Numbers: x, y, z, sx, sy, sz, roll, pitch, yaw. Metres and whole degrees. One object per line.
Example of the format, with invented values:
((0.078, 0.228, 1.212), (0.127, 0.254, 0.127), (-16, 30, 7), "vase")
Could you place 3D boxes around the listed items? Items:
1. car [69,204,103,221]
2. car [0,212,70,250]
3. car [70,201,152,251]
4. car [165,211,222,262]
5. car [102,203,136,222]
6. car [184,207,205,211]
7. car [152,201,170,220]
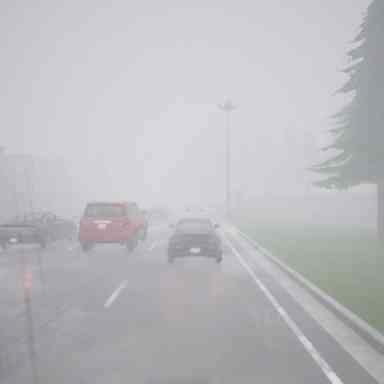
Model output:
((-10.262, 1.931, 32.434), (1.812, 1.442, 4.674), (0, -1, 0), "car")
((-6.893, 1.684, 15.308), (2.128, 1.511, 4.902), (0, -1, 0), "car")
((-3.394, 1.413, 15.233), (2.150, 2.045, 5.566), (0, -1, 0), "car")
((0.094, 1.686, 12.721), (1.812, 1.442, 4.674), (0, -1, 0), "car")
((-6.755, 1.885, 31.443), (2.128, 1.511, 4.902), (0, -1, 0), "car")
((0.237, 1.974, 29.856), (1.895, 1.301, 4.718), (0, -1, 0), "car")
((-3.263, 1.931, 32.404), (1.812, 1.442, 4.674), (0, -1, 0), "car")
